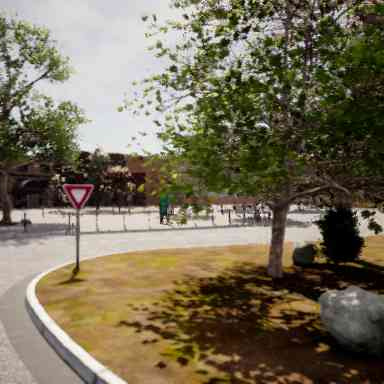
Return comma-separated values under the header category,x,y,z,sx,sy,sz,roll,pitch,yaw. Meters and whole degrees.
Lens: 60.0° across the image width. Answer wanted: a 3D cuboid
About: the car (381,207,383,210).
category,x,y,z,sx,sy,sz,roll,pitch,yaw
car,24.646,2.138,40.611,1.895,1.301,4.718,0,-1,17
